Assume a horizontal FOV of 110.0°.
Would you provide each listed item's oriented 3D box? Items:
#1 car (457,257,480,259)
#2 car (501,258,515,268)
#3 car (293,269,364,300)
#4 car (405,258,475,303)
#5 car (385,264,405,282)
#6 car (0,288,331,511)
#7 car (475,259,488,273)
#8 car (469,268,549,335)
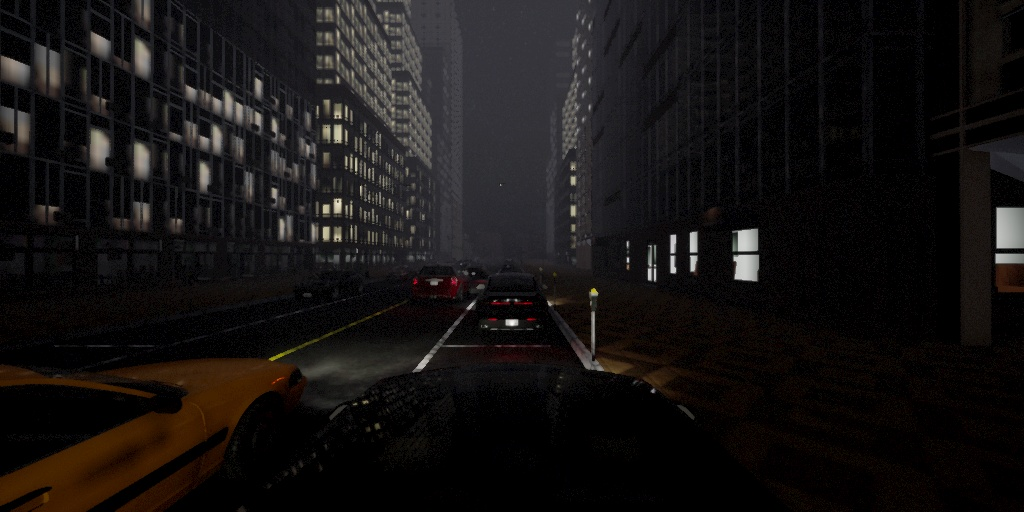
[{"bbox_3d":[-6.146,1.134,50.692,2.097,1.767,4.553,0,0,0],"label":"car"},{"bbox_3d":[-0.455,1.297,46.099,1.948,1.339,4.313,0,0,0],"label":"car"},{"bbox_3d":[-8.836,1.313,17.650,1.948,1.339,4.313,0,0,0],"label":"car"},{"bbox_3d":[-3.145,1.114,16.632,2.097,1.767,4.553,0,0,0],"label":"car"},{"bbox_3d":[-8.835,1.324,29.033,1.802,1.307,4.207,0,0,0],"label":"car"},{"bbox_3d":[-3.145,1.206,1.693,1.801,1.575,5.366,0,0,0],"label":"car"},{"bbox_3d":[-3.145,1.275,31.662,1.812,1.442,4.674,0,0,0],"label":"car"},{"bbox_3d":[0.000,1.253,10.499,1.837,1.490,4.892,0,0,0],"label":"car"}]
